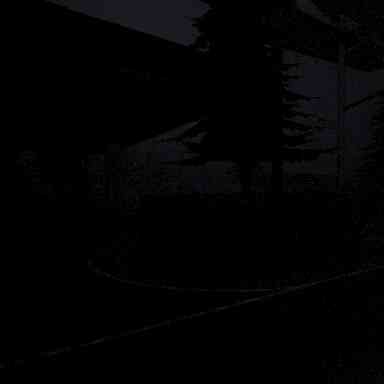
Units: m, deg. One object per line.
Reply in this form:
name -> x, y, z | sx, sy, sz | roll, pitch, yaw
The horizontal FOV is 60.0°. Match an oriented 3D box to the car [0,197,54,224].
car -> -11.955, 1.313, 23.487 | 3.866, 1.878, 1.905 | 0, 0, -36
